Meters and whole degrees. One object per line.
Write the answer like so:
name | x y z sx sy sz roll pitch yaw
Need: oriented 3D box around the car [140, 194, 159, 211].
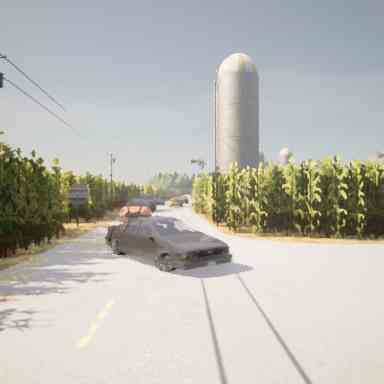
car | -5.389 1.259 39.130 2.150 2.045 5.566 0 1 -4

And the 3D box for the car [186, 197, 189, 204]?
car | -1.746 1.623 66.624 2.033 1.411 5.357 0 0 4

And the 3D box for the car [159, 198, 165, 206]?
car | -5.706 1.628 55.655 1.994 1.385 4.181 0 0 2

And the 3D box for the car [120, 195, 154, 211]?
car | -4.348 1.381 26.000 2.097 1.767 4.553 0 0 -4

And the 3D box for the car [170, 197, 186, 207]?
car | -2.381 1.537 52.257 1.882 1.535 5.008 0 0 0

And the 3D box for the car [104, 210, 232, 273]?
car | -1.116 1.560 11.137 2.033 1.411 5.357 0 0 -38
